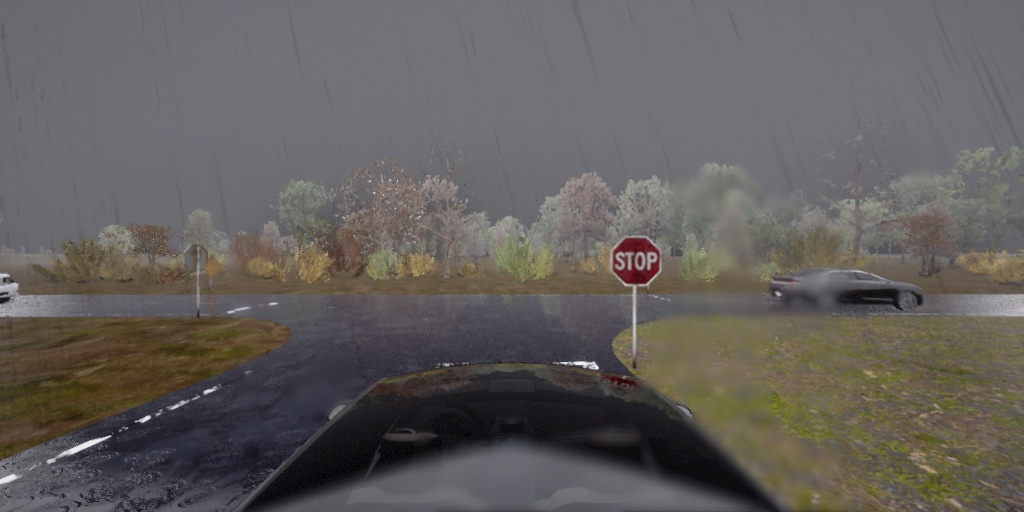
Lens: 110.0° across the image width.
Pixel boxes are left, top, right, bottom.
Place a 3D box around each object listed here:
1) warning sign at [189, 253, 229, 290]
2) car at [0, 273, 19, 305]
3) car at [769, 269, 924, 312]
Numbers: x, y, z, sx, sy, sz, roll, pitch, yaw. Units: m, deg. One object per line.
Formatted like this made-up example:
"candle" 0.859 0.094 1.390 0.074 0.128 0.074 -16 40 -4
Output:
"warning sign" -16.172 0.882 19.309 1.060 1.860 1.300 0 0 0
"car" -22.534 0.977 13.564 5.566 2.045 2.150 0 0 0
"car" 12.508 1.220 13.561 4.902 1.511 2.128 0 0 0
